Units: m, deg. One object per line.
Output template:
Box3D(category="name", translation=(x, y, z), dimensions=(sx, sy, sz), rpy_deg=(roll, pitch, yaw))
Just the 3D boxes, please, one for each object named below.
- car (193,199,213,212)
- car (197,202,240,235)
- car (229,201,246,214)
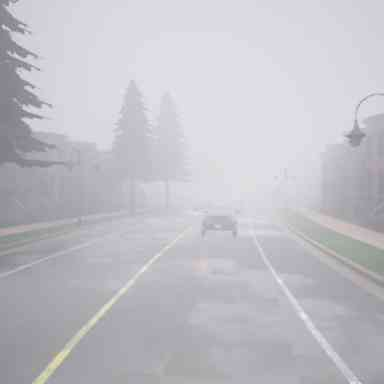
Box3D(category="car", translation=(1.532, 1.513, 38.034), dimensions=(2.033, 1.411, 5.357), rpy_deg=(0, 0, 12))
Box3D(category="car", translation=(1.596, 1.512, 18.536), dimensions=(1.812, 1.442, 4.674), rpy_deg=(0, 0, 8))
Box3D(category="car", translation=(4.656, 1.578, 35.114), dimensions=(1.895, 1.301, 4.718), rpy_deg=(0, 0, 12))
